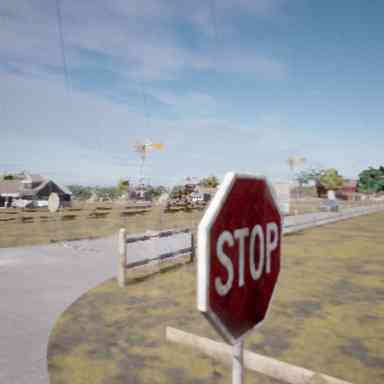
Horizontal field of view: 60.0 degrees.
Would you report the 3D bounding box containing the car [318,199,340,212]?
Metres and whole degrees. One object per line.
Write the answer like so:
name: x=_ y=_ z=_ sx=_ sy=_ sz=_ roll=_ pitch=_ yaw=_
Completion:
car: x=19.272 y=1.829 z=46.555 sx=2.097 sy=1.767 sz=4.553 roll=1 pitch=0 yaw=37
